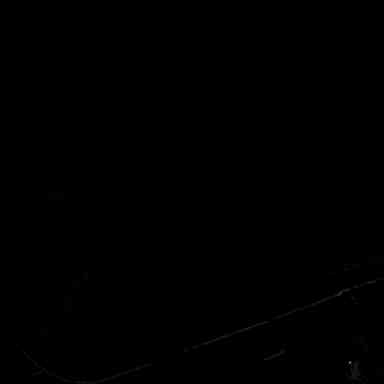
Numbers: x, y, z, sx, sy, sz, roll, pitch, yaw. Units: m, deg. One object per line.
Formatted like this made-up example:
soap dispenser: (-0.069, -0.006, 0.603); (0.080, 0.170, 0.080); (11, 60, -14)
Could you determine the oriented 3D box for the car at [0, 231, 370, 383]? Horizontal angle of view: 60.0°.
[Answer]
car: (-0.359, 1.352, 3.123); (4.553, 1.767, 2.097); (0, 0, -36)
